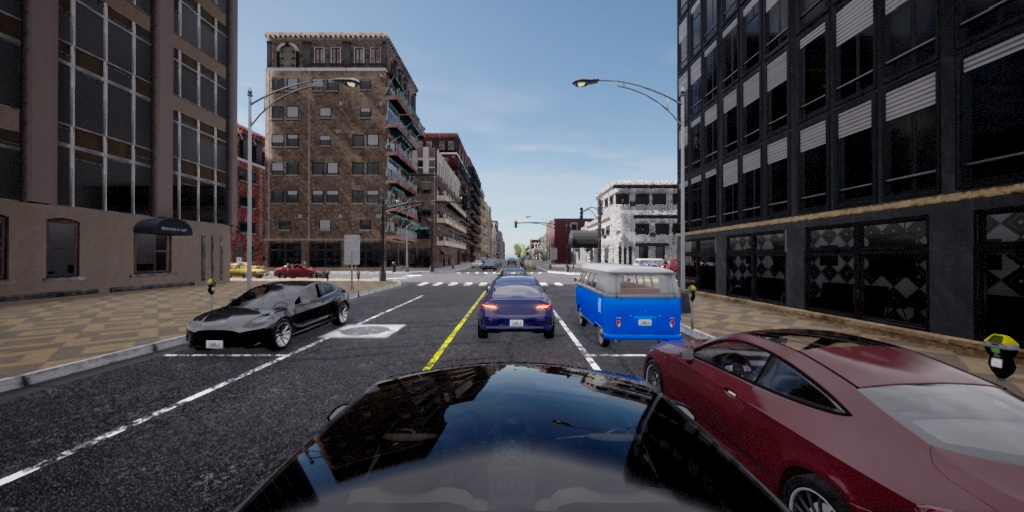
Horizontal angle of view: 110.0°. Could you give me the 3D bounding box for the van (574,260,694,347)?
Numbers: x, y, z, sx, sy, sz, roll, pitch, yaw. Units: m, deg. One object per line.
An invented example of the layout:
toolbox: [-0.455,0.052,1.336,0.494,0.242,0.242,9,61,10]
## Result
van: [2.656,1.091,9.010,1.690,1.789,3.998,0,0,0]

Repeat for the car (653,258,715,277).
car: [14.916,1.105,29.896,5.009,1.841,2.192,0,0,0]

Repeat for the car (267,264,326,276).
car: [-17.471,1.282,29.815,4.207,1.307,1.802,0,0,0]

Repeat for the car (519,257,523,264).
car: [2.683,1.378,64.875,1.802,1.307,4.207,0,0,0]

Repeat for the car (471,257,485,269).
car: [-5.698,1.314,59.164,1.751,1.417,4.829,0,0,0]

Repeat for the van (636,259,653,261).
van: [14.893,1.172,38.276,3.998,1.789,1.690,0,0,0]

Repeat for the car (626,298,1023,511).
car: [2.657,1.332,3.321,1.802,1.307,4.207,0,0,0]

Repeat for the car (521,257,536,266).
car: [2.684,1.307,53.967,1.751,1.417,4.829,0,0,0]

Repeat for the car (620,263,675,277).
car: [13.398,1.415,35.706,4.718,1.301,1.895,0,0,1]

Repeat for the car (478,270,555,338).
car: [0.100,1.276,10.010,1.812,1.442,4.674,0,0,0]

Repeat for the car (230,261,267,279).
car: [-22.963,1.214,29.801,4.829,1.417,1.751,0,0,0]

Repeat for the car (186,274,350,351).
car: [-5.691,1.316,9.035,1.948,1.339,4.313,0,0,0]

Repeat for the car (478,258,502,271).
car: [-3.067,1.325,50.642,2.033,1.411,5.357,0,0,3]

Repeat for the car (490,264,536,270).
car: [0.090,1.317,18.462,1.994,1.385,4.181,0,0,0]
